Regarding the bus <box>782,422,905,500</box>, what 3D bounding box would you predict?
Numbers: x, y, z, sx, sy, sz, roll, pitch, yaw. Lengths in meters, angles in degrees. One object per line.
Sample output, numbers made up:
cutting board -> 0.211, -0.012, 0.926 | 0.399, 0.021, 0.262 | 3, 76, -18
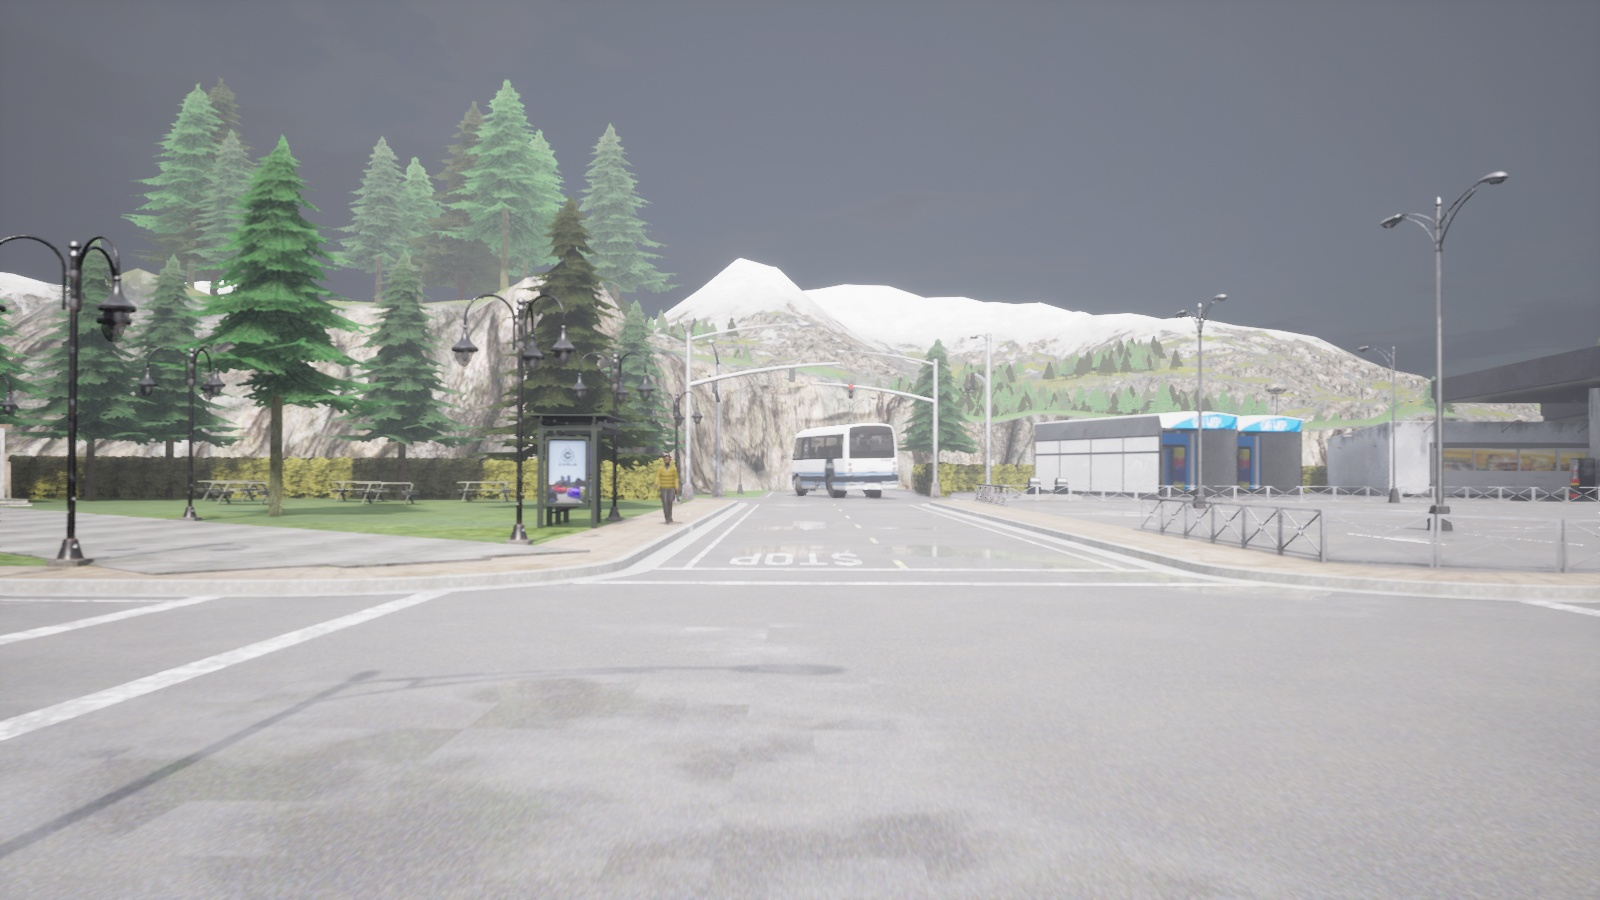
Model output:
bus -> 2.378, 0.690, 75.446 | 3.944, 4.253, 10.273 | -2, -1, -18

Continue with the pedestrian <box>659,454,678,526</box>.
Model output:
pedestrian -> -3.380, 1.023, 32.235 | 0.431, 1.840, 0.709 | 0, -1, -2
